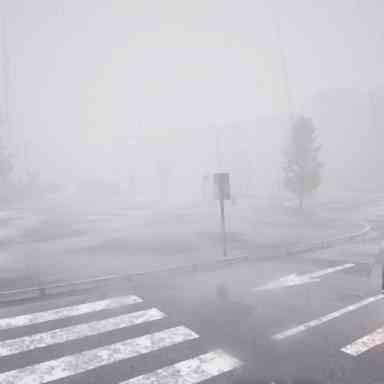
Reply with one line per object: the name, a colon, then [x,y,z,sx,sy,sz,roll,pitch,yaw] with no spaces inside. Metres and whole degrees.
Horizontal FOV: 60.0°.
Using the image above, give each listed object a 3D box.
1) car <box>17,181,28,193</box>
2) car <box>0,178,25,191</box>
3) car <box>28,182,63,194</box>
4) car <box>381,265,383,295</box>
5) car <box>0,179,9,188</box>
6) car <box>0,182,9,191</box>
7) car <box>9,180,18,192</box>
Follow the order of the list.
car: [-23.719,-0.774,51.351,2.231,1.521,4.892,1,6,17]
car: [-30.944,-1.268,56.444,2.185,1.767,4.553,0,6,15]
car: [-21.361,-0.610,49.559,2.163,1.488,4.792,1,6,17]
car: [5.627,1.410,6.530,4.902,1.511,2.128,-2,1,-35]
car: [-35.808,-1.378,59.806,2.231,1.521,4.892,1,6,14]
car: [-28.510,-1.027,54.799,2.097,1.535,5.008,1,6,16]
car: [-26.115,-0.862,53.085,2.002,1.452,4.674,0,6,16]
